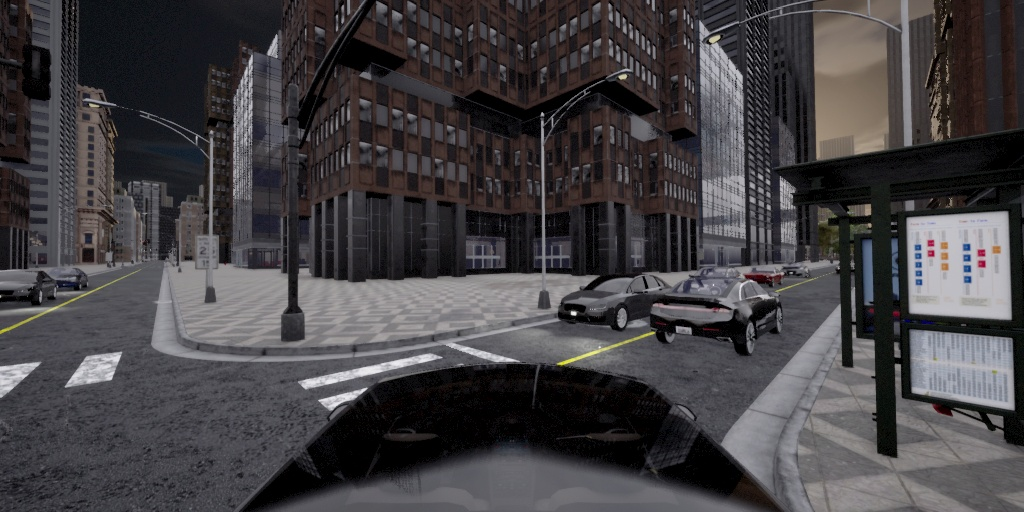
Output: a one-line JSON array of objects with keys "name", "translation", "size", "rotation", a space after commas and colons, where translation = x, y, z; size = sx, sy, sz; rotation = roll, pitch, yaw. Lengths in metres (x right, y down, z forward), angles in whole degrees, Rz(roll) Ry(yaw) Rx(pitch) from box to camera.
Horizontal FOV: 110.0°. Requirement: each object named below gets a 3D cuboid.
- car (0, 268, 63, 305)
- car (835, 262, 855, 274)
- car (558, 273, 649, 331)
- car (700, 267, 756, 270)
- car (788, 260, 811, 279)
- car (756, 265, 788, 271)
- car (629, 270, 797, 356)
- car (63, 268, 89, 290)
[{"name": "car", "translation": [-22.362, 1.399, 16.171], "size": [1.837, 1.490, 4.892], "rotation": [0, -1, -44]}, {"name": "car", "translation": [37.459, 1.350, 39.944], "size": [4.718, 1.301, 1.895], "rotation": [0, -1, -44]}, {"name": "car", "translation": [3.477, 1.320, 11.436], "size": [4.892, 1.490, 1.837], "rotation": [0, -1, -42]}, {"name": "car", "translation": [10.261, 1.305, 18.047], "size": [4.902, 1.511, 2.128], "rotation": [0, -1, -44]}, {"name": "car", "translation": [26.882, 1.373, 34.039], "size": [4.181, 1.385, 1.994], "rotation": [0, -1, -43]}, {"name": "car", "translation": [17.414, 1.413, 24.963], "size": [4.718, 1.301, 1.895], "rotation": [0, -1, -44]}, {"name": "car", "translation": [5.121, 1.251, 8.753], "size": [4.902, 1.511, 2.128], "rotation": [0, -1, -44]}, {"name": "car", "translation": [-29.624, 1.495, 23.690], "size": [2.033, 1.411, 5.357], "rotation": [0, -1, -44]}]
